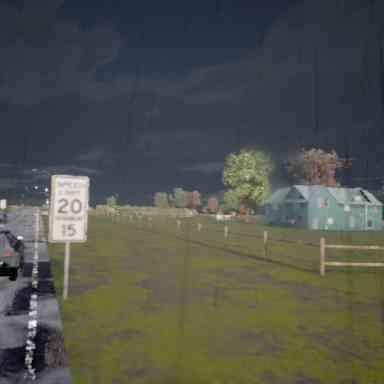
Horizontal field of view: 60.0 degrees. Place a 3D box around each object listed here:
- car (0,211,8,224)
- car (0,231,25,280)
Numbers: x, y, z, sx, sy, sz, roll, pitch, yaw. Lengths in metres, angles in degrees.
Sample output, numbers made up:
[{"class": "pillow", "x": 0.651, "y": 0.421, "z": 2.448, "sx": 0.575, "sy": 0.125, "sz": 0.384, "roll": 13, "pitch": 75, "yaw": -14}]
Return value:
[{"class": "car", "x": -22.139, "y": 2.873, "z": 37.894, "sx": 1.994, "sy": 1.385, "sz": 4.181, "roll": 3, "pitch": -3, "yaw": -25}, {"class": "car", "x": -6.637, "y": 1.945, "z": 10.909, "sx": 1.994, "sy": 1.385, "sz": 4.181, "roll": 3, "pitch": -3, "yaw": -25}]
